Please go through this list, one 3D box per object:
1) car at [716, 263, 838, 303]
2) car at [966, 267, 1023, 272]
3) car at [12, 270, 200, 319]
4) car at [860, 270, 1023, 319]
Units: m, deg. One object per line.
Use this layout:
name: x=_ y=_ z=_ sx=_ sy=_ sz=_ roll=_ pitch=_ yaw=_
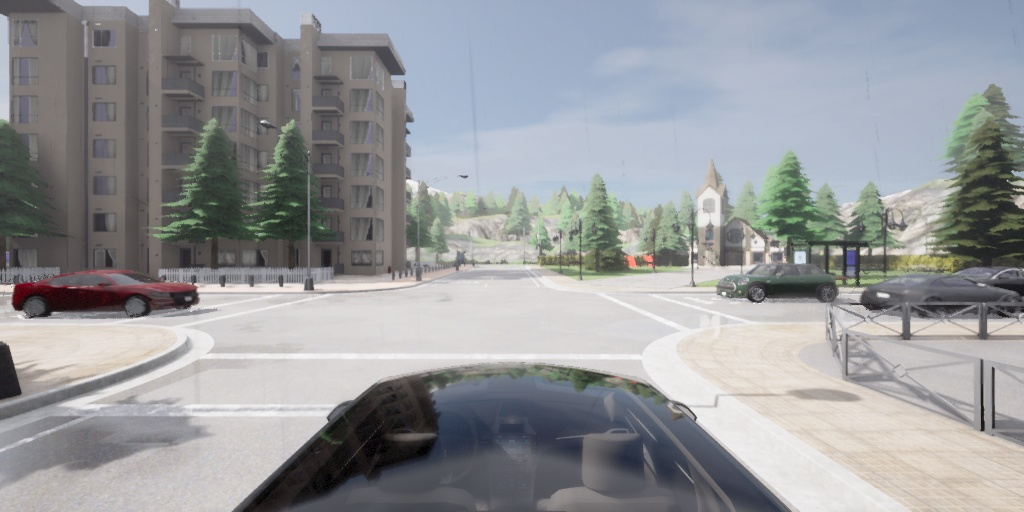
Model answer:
car: x=11.851 y=1.111 z=16.286 sx=4.553 sy=1.767 sz=2.097 roll=0 pitch=0 yaw=-1
car: x=21.893 y=1.251 z=16.381 sx=4.902 sy=1.511 sz=2.128 roll=0 pitch=0 yaw=0
car: x=-13.836 y=1.238 z=12.443 sx=5.008 sy=1.535 sz=1.882 roll=0 pitch=0 yaw=-3
car: x=14.731 y=1.325 z=12.398 sx=4.181 sy=1.385 sz=1.994 roll=0 pitch=0 yaw=-3
